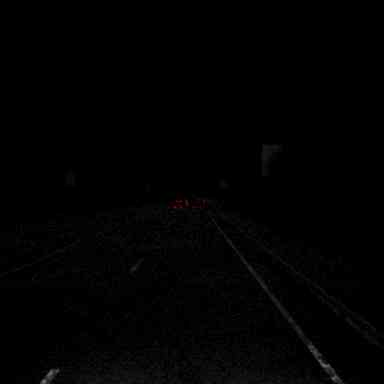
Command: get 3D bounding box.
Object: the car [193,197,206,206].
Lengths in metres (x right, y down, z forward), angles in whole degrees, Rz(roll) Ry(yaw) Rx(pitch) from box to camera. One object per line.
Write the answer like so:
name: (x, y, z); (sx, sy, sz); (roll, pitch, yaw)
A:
car: (1.243, 1.879, 62.553); (1.882, 1.535, 5.008); (0, 0, 4)

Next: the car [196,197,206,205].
car: (2.009, 1.898, 72.753); (1.882, 1.535, 5.008); (0, 0, 5)

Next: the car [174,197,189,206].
car: (-2.278, 1.892, 62.320); (2.128, 1.511, 4.902); (0, 0, 4)
